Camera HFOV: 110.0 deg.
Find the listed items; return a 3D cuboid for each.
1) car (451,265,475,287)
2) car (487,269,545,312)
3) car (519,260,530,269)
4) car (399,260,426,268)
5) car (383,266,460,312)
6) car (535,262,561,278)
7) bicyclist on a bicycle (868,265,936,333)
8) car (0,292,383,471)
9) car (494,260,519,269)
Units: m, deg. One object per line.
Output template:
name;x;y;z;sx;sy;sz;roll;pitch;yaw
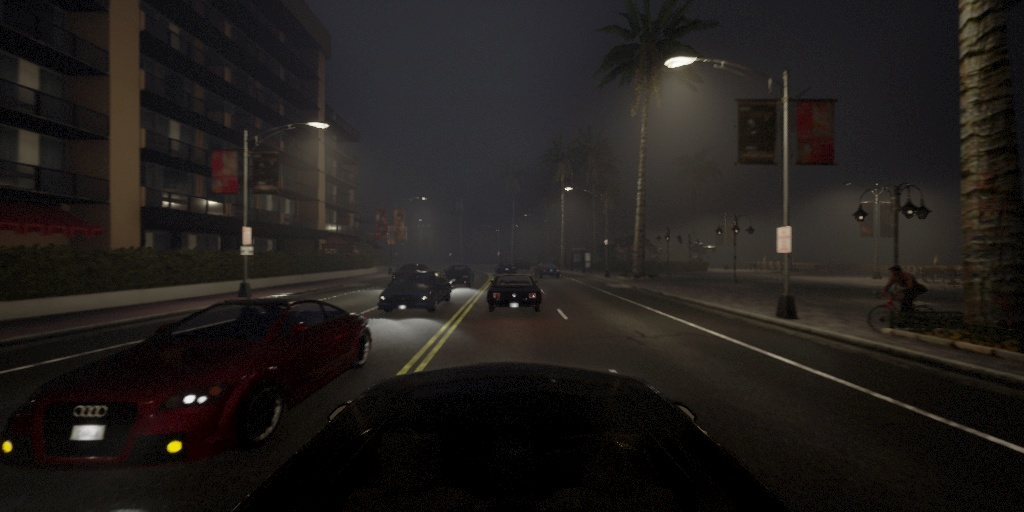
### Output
car;-3.655;1.326;24.471;1.994;1.385;4.181;0;0;0
car;0.080;1.357;14.242;1.895;1.301;4.718;0;0;0
car;0.922;1.250;48.460;1.882;1.535;5.008;0;0;-15
car;-7.038;1.282;25.554;1.882;1.535;5.008;0;0;0
car;-3.614;1.304;14.482;2.033;1.411;5.357;0;0;0
car;3.279;1.313;33.991;2.033;1.411;5.357;0;0;-4
bicyclist on a bicycle;9.338;1.053;8.581;1.656;1.620;0.582;0;0;0
car;-3.600;1.316;5.035;1.994;1.385;4.181;0;0;0
car;-0.771;1.333;38.681;1.994;1.385;4.181;0;0;-7
